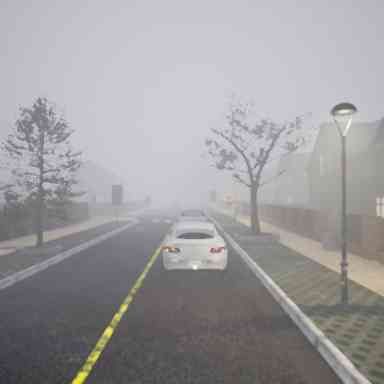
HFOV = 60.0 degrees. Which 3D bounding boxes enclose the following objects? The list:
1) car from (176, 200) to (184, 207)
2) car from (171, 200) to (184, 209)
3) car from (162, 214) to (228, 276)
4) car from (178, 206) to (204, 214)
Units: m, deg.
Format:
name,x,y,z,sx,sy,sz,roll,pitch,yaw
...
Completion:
name,x,y,z,sx,sy,sz,roll,pitch,yaw
car,-2.827,2.651,78.171,1.837,1.490,4.892,0,-1,0
car,-2.854,2.250,62.844,2.097,1.767,4.553,0,-1,0
car,0.085,1.663,10.684,1.812,1.442,4.674,0,-1,0
car,0.043,1.914,23.711,1.895,1.301,4.718,0,-1,-1
